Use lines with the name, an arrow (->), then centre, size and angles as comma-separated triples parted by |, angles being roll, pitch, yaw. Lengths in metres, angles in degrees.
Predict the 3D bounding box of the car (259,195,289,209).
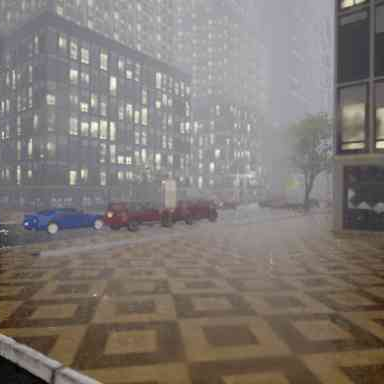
car -> 12.051, 1.421, 49.754 | 2.150, 2.045, 5.566 | 1, 0, 39

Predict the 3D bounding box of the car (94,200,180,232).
car -> -3.399, 1.496, 21.634 | 2.192, 1.841, 5.009 | 0, 0, 39

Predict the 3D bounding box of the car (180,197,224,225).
car -> -0.013, 1.504, 26.042 | 2.192, 1.841, 5.009 | 0, 0, 39

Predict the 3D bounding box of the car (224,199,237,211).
car -> 4.193, 1.604, 44.005 | 1.967, 1.590, 4.097 | 0, 0, 39

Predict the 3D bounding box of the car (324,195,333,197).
car -> 31.888, 1.693, 78.797 | 1.967, 1.590, 4.097 | 0, 0, 39

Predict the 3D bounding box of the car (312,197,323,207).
car -> 19.143, 1.711, 54.221 | 1.882, 1.535, 5.008 | 1, 0, 39

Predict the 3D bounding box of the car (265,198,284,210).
car -> 12.299, 1.813, 45.556 | 1.895, 1.301, 4.718 | 1, 0, 39

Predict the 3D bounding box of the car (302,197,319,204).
car -> 24.963, 1.781, 70.099 | 2.008, 1.369, 4.403 | 0, 0, 39

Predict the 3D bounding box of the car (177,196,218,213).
car -> 0.732, 1.469, 39.655 | 2.192, 1.841, 5.009 | 0, 0, 39

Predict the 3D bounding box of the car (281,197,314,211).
car -> 13.820, 1.779, 43.446 | 2.008, 1.369, 4.403 | 0, 0, 39

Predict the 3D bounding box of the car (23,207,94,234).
car -> -7.702, 1.634, 20.525 | 1.882, 1.535, 5.008 | 1, 0, 39

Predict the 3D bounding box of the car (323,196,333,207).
car -> 24.205, 1.806, 56.494 | 1.887, 1.381, 4.507 | 0, 0, 39

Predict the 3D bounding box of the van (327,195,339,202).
van -> 35.350, 1.606, 83.146 | 1.690, 1.788, 3.998 | 0, 0, 39
